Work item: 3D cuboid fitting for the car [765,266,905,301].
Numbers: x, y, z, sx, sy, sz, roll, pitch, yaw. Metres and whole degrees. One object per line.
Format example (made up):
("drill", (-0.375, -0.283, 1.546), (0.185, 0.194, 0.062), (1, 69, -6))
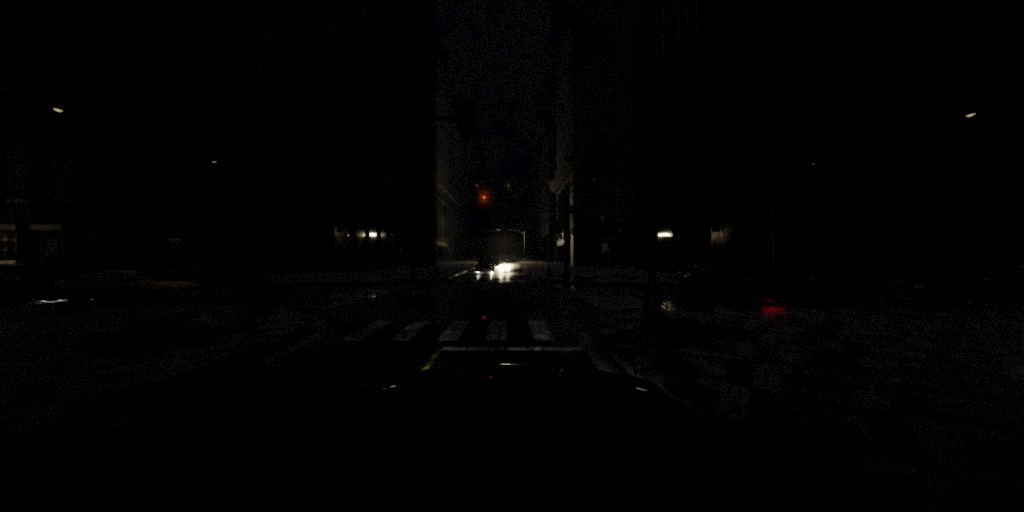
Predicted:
("car", (14.895, 1.233, 16.746), (4.892, 1.490, 1.837), (0, -1, 0))

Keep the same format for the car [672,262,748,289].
("car", (12.280, 1.197, 22.487), (4.097, 1.591, 1.967), (0, 0, 0))

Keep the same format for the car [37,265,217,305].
("car", (-14.620, 1.117, 13.805), (4.829, 1.417, 1.751), (0, 0, 0))

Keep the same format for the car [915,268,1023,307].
("car", (17.969, 1.259, 13.995), (4.313, 1.339, 1.948), (0, 0, 0))

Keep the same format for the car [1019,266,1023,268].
("car", (27.754, 1.273, 19.919), (5.008, 1.535, 1.882), (0, -1, 0))

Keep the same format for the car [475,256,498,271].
("car", (-3.189, 0.889, 43.206), (2.097, 1.767, 4.553), (0, 0, 0))

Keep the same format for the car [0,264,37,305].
("car", (-20.089, 1.124, 13.772), (4.507, 1.381, 1.888), (0, 0, 0))

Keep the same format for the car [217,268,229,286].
("car", (-20.211, 1.214, 22.297), (4.403, 1.370, 2.007), (0, 0, 0))

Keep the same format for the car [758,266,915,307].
("car", (12.300, 1.223, 13.962), (4.403, 1.370, 2.007), (0, 0, 0))
